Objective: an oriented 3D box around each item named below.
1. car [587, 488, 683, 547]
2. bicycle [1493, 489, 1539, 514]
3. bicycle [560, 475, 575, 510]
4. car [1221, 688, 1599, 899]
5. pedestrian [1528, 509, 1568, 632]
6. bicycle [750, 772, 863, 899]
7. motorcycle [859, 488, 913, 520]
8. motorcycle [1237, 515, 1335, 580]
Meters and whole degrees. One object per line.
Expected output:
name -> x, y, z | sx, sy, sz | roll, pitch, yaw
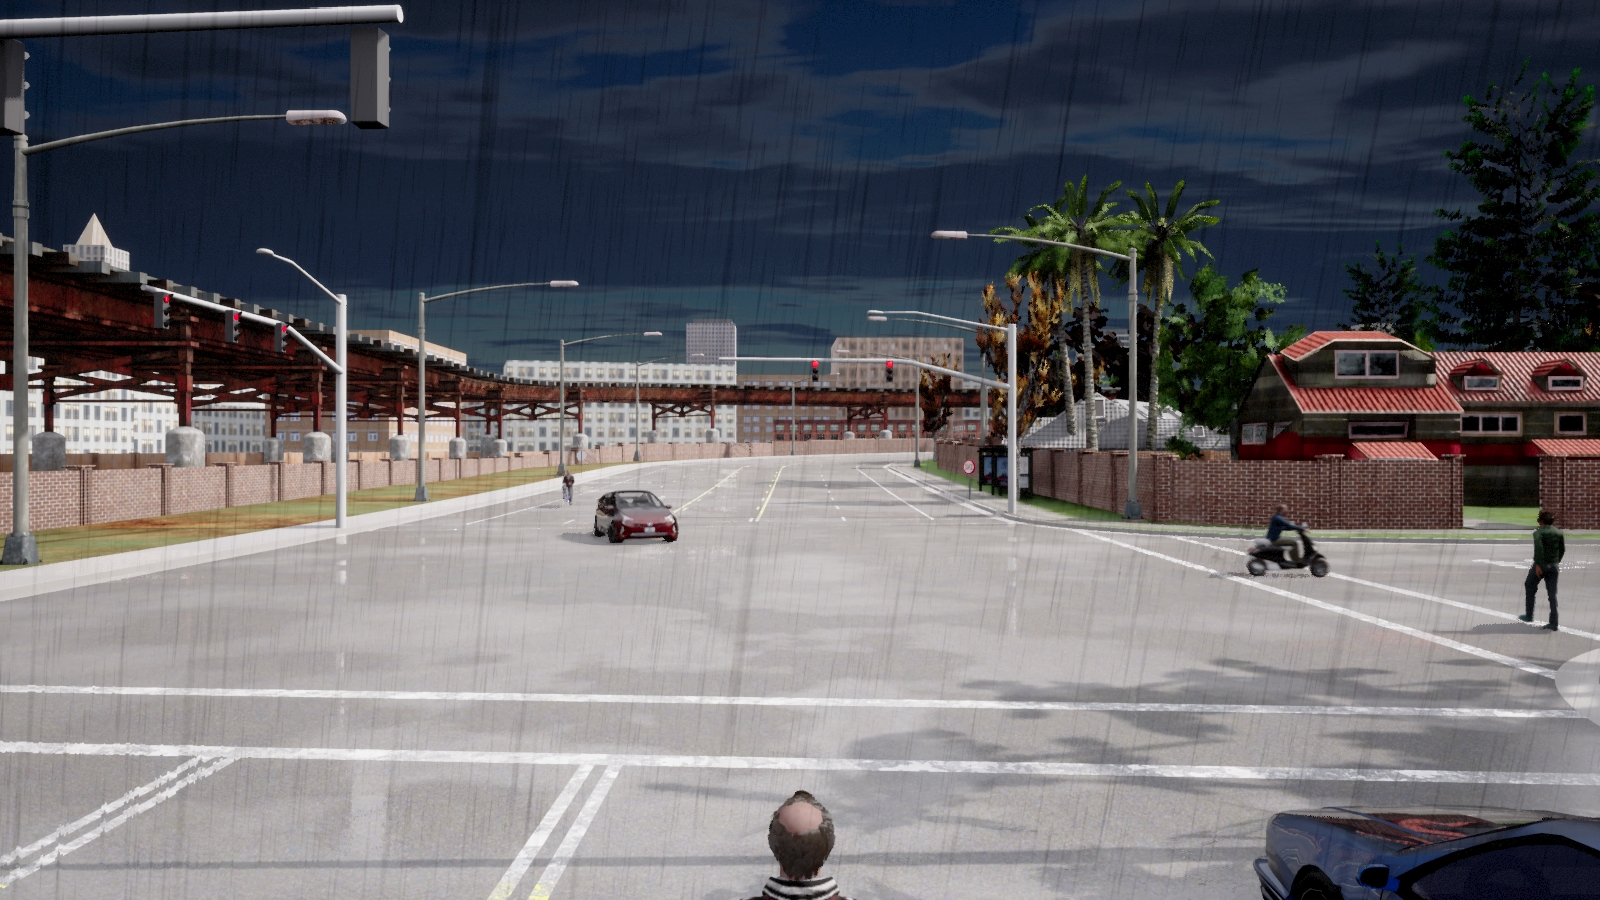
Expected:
car -> -5.165, 2.014, 35.263 | 2.007, 1.525, 4.514 | 0, 0, -21
bicycle -> 31.592, 2.256, 50.435 | 1.487, 1.080, 0.859 | 0, 0, -1
bicycle -> -10.524, 1.905, 51.805 | 0.329, 1.496, 1.835 | 0, 0, 0
car -> 3.467, 2.106, 4.038 | 2.033, 1.411, 5.357 | 0, 0, 1
pedestrian -> 11.540, 1.848, 17.630 | 0.375, 1.860, 0.375 | 0, 0, 0
bicycle -> 0.019, 2.048, 3.681 | 0.329, 1.496, 1.835 | 0, 0, 0
motorcycle -> 3.552, 2.205, 47.131 | 2.209, 1.251, 0.867 | 0, 0, 6
motorcycle -> 10.640, 2.124, 25.047 | 1.805, 1.341, 0.856 | 0, -1, 6
